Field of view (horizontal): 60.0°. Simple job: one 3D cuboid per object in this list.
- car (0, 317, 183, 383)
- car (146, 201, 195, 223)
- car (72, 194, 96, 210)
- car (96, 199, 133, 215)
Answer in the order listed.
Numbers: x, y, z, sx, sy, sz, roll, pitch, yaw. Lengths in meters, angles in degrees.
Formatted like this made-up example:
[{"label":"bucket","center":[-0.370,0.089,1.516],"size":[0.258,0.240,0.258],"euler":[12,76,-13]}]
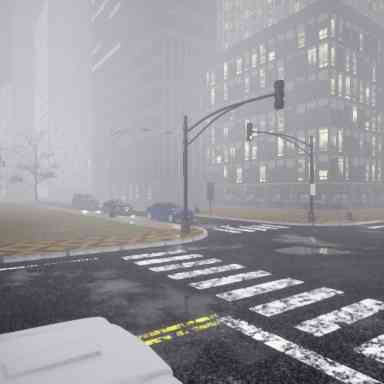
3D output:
[{"label":"car","center":[-2.256,1.601,1.834],"size":[4.718,1.301,1.895],"euler":[0,0,-36]},{"label":"car","center":[-1.767,1.484,25.807],"size":[1.882,1.535,5.008],"euler":[0,0,-36]},{"label":"car","center":[-13.832,1.227,42.908],"size":[2.150,2.045,5.566],"euler":[0,0,-35]},{"label":"car","center":[-7.744,1.497,34.268],"size":[2.128,1.511,4.902],"euler":[0,0,-35]}]
